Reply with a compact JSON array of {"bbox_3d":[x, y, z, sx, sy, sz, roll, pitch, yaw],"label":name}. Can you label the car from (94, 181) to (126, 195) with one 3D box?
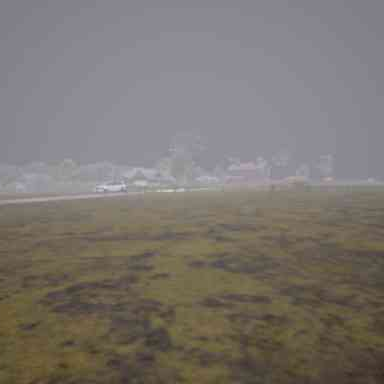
[{"bbox_3d":[-13.396,-0.718,54.530,2.150,2.045,5.566,1,3,37],"label":"car"}]
